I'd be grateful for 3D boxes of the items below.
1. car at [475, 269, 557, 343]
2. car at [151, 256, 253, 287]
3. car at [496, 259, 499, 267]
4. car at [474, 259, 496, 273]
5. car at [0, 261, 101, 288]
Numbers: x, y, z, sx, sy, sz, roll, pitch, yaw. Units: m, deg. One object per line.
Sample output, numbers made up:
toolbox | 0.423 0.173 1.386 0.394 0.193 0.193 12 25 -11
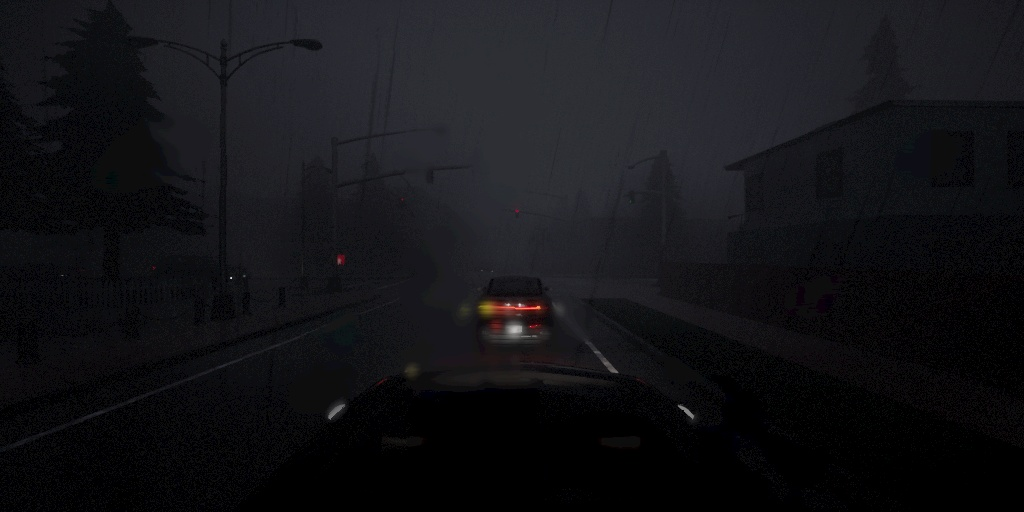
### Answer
car | 0.093 1.255 9.698 1.837 1.490 4.892 0 0 0
car | -20.665 0.987 24.009 5.566 2.045 2.150 0 0 -1
car | -3.472 1.241 54.595 2.128 1.511 4.902 0 0 0
car | -3.503 1.297 44.414 2.033 1.411 5.357 0 0 0
car | -31.102 1.257 23.733 4.902 1.511 2.128 0 0 -1
